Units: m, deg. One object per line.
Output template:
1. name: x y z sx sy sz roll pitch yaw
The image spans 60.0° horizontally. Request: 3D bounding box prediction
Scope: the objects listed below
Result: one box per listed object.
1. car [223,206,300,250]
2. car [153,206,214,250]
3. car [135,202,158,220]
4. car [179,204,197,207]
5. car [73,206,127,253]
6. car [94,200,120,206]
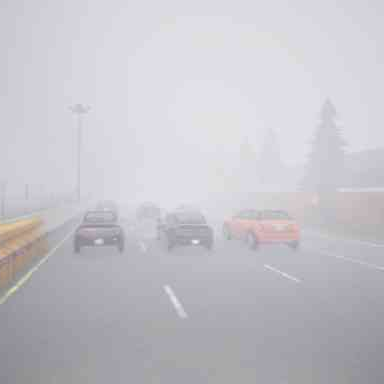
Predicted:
1. car: 3.031 1.505 15.469 2.097 1.767 4.553 1 -1 -13
2. car: -0.424 1.612 14.869 1.837 1.490 4.892 1 0 -13
3. car: -3.951 1.645 29.624 1.882 1.535 5.008 1 0 -13
4. car: -0.441 1.764 29.966 2.033 1.411 5.357 1 0 -13
5. car: -3.826 1.547 14.048 2.128 1.511 4.902 1 0 -13
6. car: -7.266 1.465 28.431 2.097 1.767 4.553 1 -1 -13
